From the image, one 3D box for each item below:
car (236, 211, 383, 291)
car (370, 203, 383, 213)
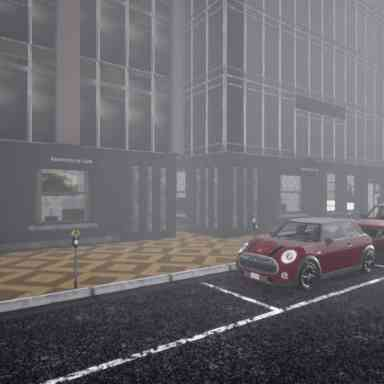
[{"bbox_3d":[3.091,1.439,8.938,4.097,1.590,1.967,0,0,-35],"label":"car"},{"bbox_3d":[7.618,1.310,12.164,5.009,1.841,2.192,0,0,-35],"label":"car"}]
